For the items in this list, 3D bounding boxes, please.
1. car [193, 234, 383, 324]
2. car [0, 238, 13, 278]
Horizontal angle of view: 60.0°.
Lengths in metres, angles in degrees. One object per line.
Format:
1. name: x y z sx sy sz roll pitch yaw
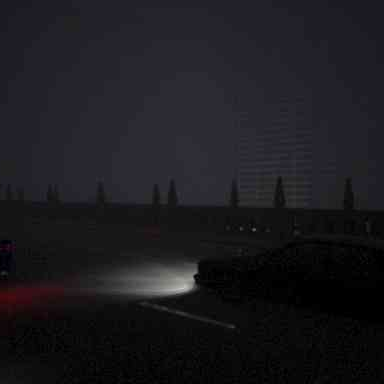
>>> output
1. car: 2.642 1.547 6.407 5.357 1.411 2.033 0 0 36
2. car: -6.708 1.476 8.779 5.008 1.535 1.882 0 0 36
